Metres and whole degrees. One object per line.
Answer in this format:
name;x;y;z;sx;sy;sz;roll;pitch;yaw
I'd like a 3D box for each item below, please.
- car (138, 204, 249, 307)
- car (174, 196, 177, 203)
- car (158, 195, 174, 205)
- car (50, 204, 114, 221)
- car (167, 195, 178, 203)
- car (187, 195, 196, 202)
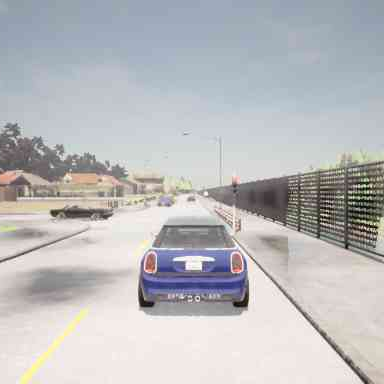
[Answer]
car;0.037;1.352;8.119;2.097;1.767;4.553;0;0;0
car;-4.183;1.547;60.742;2.033;1.411;5.357;0;0;0
car;-4.182;1.526;50.974;1.812;1.442;4.674;0;0;0
car;-8.714;1.601;26.628;4.718;1.301;1.895;0;0;10
car;-4.133;1.478;71.005;1.882;1.535;5.008;0;0;0
car;-0.142;1.524;76.319;1.812;1.442;4.674;0;0;0
